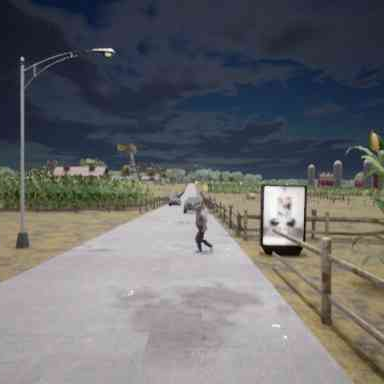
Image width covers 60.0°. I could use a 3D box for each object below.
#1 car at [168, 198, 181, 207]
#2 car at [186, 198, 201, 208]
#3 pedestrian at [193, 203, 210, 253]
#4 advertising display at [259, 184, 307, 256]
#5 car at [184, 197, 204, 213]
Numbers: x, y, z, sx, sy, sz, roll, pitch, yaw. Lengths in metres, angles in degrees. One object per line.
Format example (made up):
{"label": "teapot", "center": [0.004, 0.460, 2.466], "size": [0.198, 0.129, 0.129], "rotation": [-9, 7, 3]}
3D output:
{"label": "car", "center": [-2.697, 1.587, 53.047], "size": [2.033, 1.411, 5.357], "rotation": [0, 0, 0]}
{"label": "car", "center": [0.189, 1.566, 48.906], "size": [2.033, 1.411, 5.357], "rotation": [0, 0, 0]}
{"label": "pedestrian", "center": [0.323, 1.233, 11.852], "size": [0.375, 1.860, 0.375], "rotation": [-1, 2, -10]}
{"label": "advertising display", "center": [3.180, 0.964, 11.645], "size": [1.540, 2.440, 0.280], "rotation": [1, 1, 0]}
{"label": "car", "center": [0.179, 1.308, 36.217], "size": [2.097, 1.767, 4.553], "rotation": [0, 0, 0]}
